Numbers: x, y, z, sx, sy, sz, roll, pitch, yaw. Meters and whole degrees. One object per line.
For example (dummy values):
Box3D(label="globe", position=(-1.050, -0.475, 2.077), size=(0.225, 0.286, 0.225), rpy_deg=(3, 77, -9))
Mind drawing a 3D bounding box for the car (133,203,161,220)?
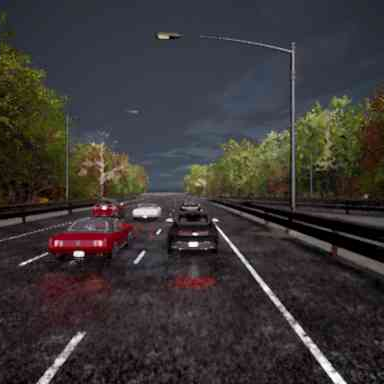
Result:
Box3D(label="car", position=(-3.673, 1.610, 28.002), size=(1.895, 1.301, 4.718), rpy_deg=(0, 0, -1))

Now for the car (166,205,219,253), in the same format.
Box3D(label="car", position=(0.025, 1.504, 13.570), size=(1.837, 1.490, 4.892), rpy_deg=(0, 0, 0))

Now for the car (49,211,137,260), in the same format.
Box3D(label="car", position=(-3.462, 1.600, 12.375), size=(1.895, 1.301, 4.718), rpy_deg=(0, 0, 0))

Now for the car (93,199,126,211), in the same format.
Box3D(label="car", position=(-7.202, 1.364, 29.245), size=(2.097, 1.767, 4.553), rpy_deg=(0, 0, -1))

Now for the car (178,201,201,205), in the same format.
Box3D(label="car", position=(-0.204, 1.501, 29.518), size=(2.128, 1.511, 4.902), rpy_deg=(0, 0, -1))
